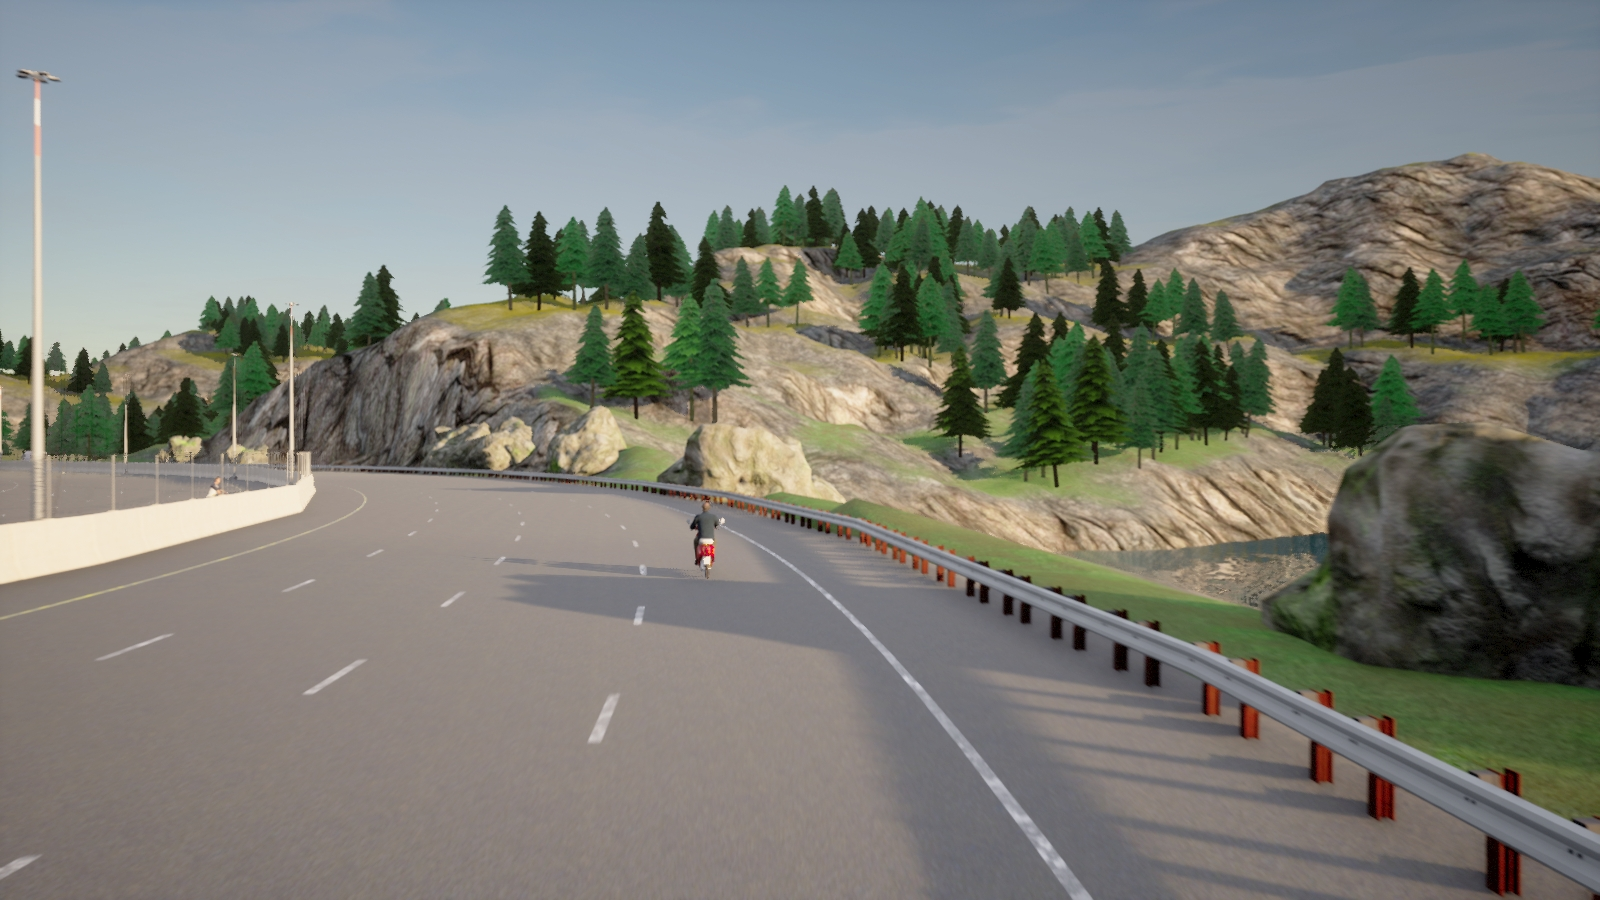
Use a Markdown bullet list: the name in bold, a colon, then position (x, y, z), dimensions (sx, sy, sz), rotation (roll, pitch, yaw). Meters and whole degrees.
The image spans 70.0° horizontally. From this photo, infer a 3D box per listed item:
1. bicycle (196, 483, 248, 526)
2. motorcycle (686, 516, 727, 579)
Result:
- **bicycle**: position (-21.447, 2.020, 42.404), dimensions (1.643, 1.514, 0.373), rotation (-2, -3, -10)
- **motorcycle**: position (-2.102, 2.151, 25.436), dimensions (0.856, 1.236, 1.805), rotation (0, 0, -6)
